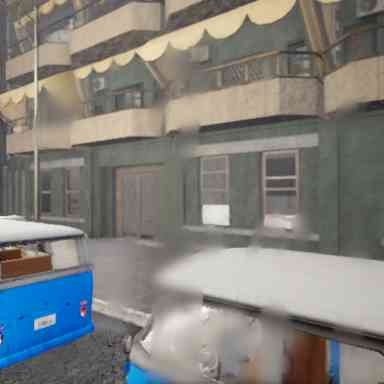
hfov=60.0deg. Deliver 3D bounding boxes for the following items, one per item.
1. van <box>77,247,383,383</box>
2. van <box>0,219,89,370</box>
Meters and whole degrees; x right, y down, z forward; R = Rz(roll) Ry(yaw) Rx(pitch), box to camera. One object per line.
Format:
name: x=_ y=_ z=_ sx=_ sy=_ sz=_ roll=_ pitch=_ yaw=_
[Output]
van: x=1.356 y=1.343 z=1.767 sx=3.998 sy=1.788 sz=1.690 roll=0 pitch=0 yaw=36
van: x=-3.260 y=1.305 z=5.060 sx=3.998 sy=1.788 sz=1.690 roll=0 pitch=0 yaw=36
